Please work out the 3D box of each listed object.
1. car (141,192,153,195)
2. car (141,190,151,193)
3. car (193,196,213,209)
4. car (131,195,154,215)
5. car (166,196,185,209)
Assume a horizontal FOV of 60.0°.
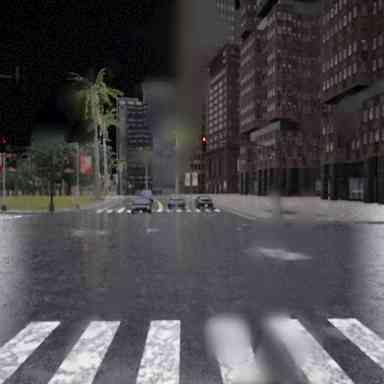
[{"bbox_3d":[-6.745,1.138,50.918,1.895,1.301,4.718,0,1,-7],"label":"car"},{"bbox_3d":[-9.218,0.533,67.825,2.150,2.045,5.566,0,1,-10],"label":"car"},{"bbox_3d":[1.342,1.198,39.102,1.837,1.490,4.892,0,1,-5],"label":"car"},{"bbox_3d":[-4.736,1.326,31.960,2.033,1.411,5.357,0,1,-5],"label":"car"},{"bbox_3d":[-1.918,1.184,39.010,2.128,1.511,4.902,0,1,-6],"label":"car"}]
